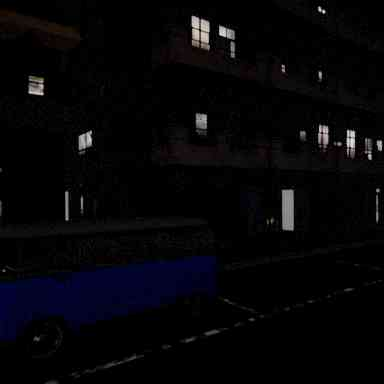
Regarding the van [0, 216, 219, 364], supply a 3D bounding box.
[{"bbox_3d":[-1.417,1.341,5.554,3.998,1.788,1.690,0,0,-35],"label":"van"}]
